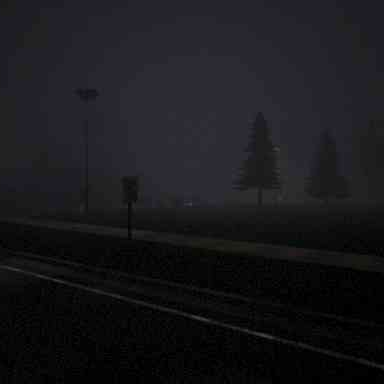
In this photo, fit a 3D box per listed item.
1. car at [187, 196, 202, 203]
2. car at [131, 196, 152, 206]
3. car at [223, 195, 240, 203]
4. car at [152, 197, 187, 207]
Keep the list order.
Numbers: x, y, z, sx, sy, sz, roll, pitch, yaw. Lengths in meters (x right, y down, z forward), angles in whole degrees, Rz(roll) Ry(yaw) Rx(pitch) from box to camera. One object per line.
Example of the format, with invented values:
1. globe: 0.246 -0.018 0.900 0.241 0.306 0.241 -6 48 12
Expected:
1. car: 0.293 1.477 68.442 1.994 1.385 4.181 0 0 35
2. car: -8.630 1.398 55.794 2.097 1.767 4.553 0 0 35
3. car: 7.739 1.432 66.880 2.097 1.767 4.553 0 0 35
4. car: -3.423 1.516 51.043 1.882 1.535 5.008 0 0 35
